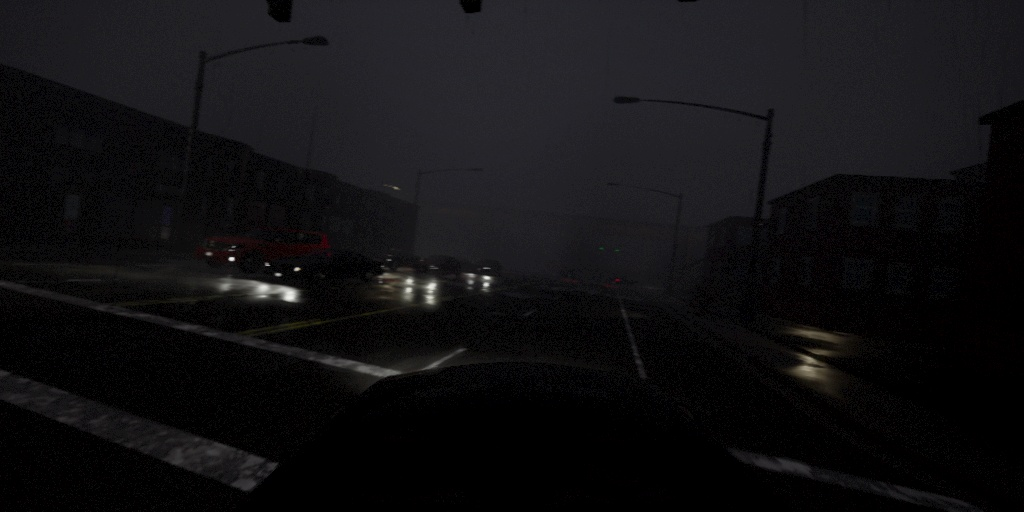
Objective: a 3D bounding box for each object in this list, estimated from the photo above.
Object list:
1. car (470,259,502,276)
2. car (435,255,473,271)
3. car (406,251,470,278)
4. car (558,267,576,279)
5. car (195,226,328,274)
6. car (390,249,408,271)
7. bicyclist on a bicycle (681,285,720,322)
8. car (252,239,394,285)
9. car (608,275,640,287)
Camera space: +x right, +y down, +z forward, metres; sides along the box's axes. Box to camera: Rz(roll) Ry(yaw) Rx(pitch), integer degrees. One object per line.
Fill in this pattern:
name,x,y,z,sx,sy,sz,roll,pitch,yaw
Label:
car,-2.342,1.055,35.239,1.837,1.490,4.892,7,0,16
car,-5.736,0.740,36.057,1.895,1.301,4.718,7,0,16
car,-5.081,0.666,25.298,1.882,1.535,5.008,7,0,15
car,7.559,2.291,49.479,2.128,1.511,4.902,7,0,-2
car,-11.035,-0.344,16.602,2.150,2.045,5.566,7,0,15
car,-8.423,0.272,26.270,2.128,1.511,4.902,7,0,15
bicyclist on a bicycle,8.583,2.149,16.298,1.656,1.620,0.582,4,-1,15
car,-7.755,0.382,15.565,2.033,1.411,5.357,7,0,15
car,14.766,3.275,47.137,4.718,1.301,1.895,7,0,-37
